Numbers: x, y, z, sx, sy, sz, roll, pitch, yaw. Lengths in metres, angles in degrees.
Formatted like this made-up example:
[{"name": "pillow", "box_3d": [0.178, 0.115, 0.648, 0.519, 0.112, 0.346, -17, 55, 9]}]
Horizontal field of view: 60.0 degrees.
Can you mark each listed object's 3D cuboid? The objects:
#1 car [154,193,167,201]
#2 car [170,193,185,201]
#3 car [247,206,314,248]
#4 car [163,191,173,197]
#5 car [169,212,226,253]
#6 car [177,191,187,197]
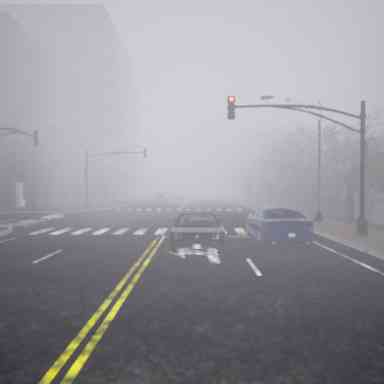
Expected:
[{"name": "car", "box_3d": [-5.723, 0.838, 60.607, 1.994, 1.385, 4.181, 0, 1, 1]}, {"name": "car", "box_3d": [-2.468, 0.876, 60.524, 1.895, 1.301, 4.718, 0, 1, 1]}, {"name": "car", "box_3d": [3.483, 1.306, 13.894, 1.882, 1.535, 5.008, 0, 1, 1]}, {"name": "car", "box_3d": [-5.466, 0.456, 76.148, 1.994, 1.385, 4.181, 0, 1, 1]}, {"name": "car", "box_3d": [0.214, 1.440, 12.962, 1.895, 1.301, 4.718, 0, 1, 1]}, {"name": "car", "box_3d": [-2.216, 0.429, 76.104, 2.128, 1.511, 4.902, 0, 1, 1]}]
